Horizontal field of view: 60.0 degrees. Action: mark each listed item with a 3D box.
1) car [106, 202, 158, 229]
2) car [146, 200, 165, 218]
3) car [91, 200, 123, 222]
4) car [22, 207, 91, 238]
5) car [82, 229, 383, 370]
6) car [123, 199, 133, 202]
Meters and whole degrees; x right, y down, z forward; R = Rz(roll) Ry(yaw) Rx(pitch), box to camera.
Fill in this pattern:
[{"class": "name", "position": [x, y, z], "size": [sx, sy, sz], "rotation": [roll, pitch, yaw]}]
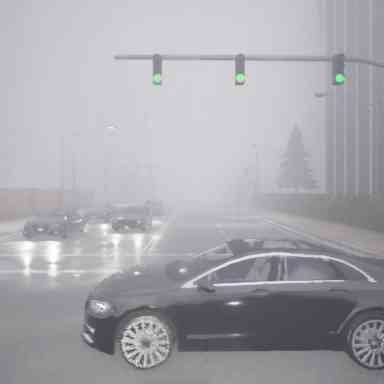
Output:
[{"class": "car", "position": [-3.595, 1.562, 20.965], "size": [2.033, 1.411, 5.357], "rotation": [0, 0, 0]}, {"class": "car", "position": [-3.582, 1.500, 30.591], "size": [2.128, 1.511, 4.902], "rotation": [0, 0, 0]}, {"class": "car", "position": [-7.092, 1.539, 26.294], "size": [1.812, 1.442, 4.674], "rotation": [0, 0, 0]}, {"class": "car", "position": [-7.101, 1.583, 17.539], "size": [1.994, 1.385, 4.181], "rotation": [0, 0, -1]}, {"class": "car", "position": [0.902, 1.492, 5.048], "size": [4.902, 1.511, 2.128], "rotation": [0, 0, 0]}, {"class": "car", "position": [-7.056, 1.533, 35.436], "size": [1.812, 1.442, 4.674], "rotation": [0, 0, 0]}]
